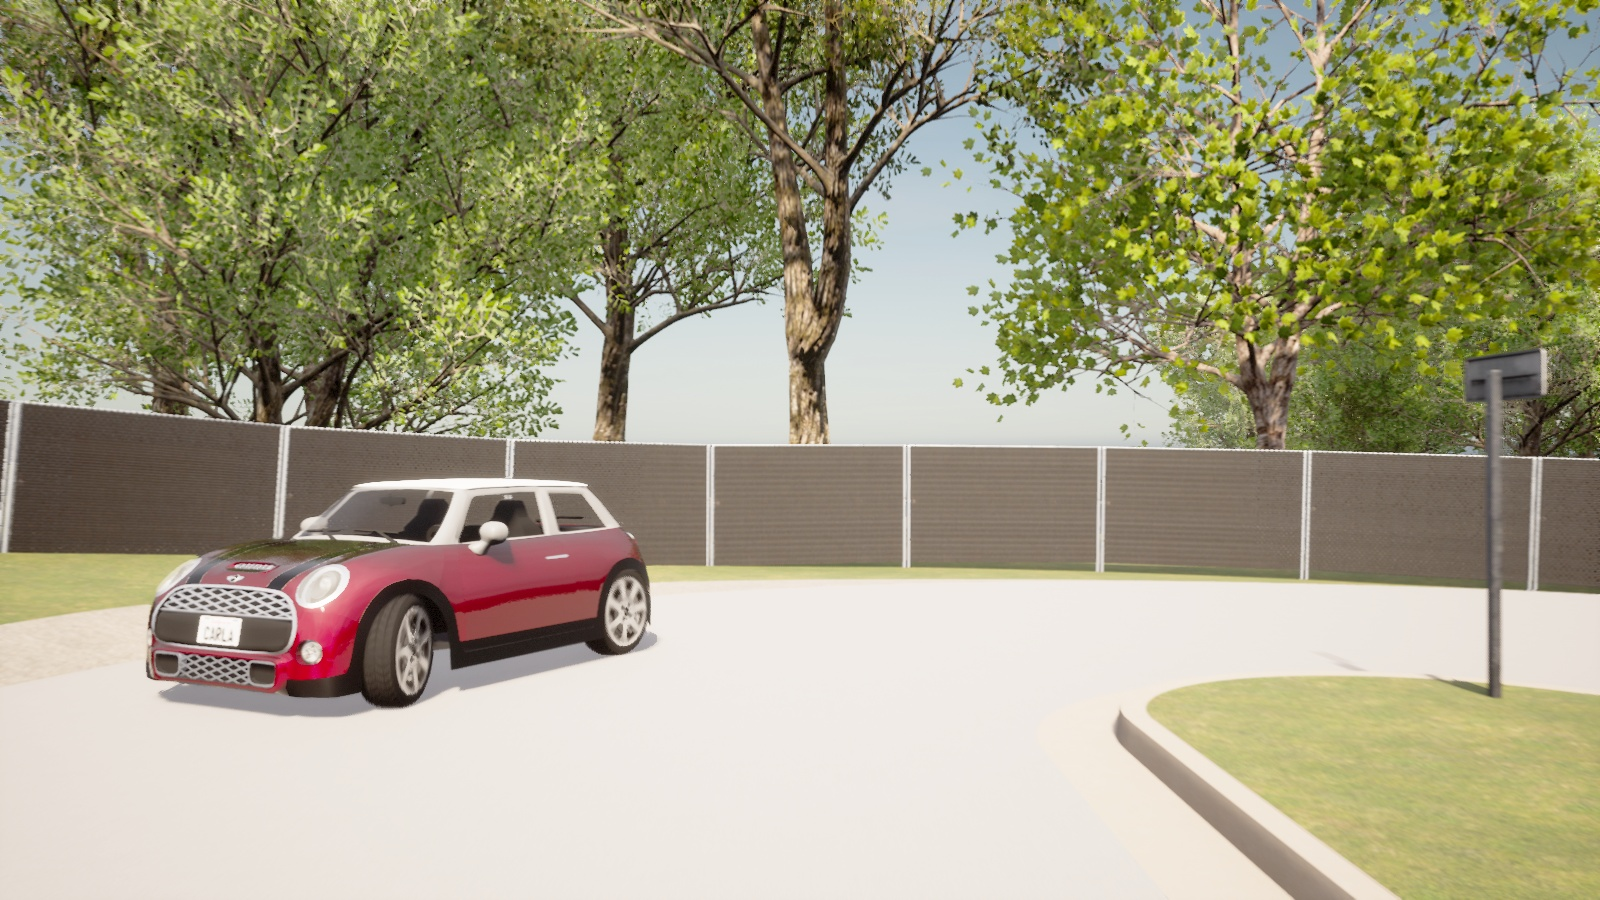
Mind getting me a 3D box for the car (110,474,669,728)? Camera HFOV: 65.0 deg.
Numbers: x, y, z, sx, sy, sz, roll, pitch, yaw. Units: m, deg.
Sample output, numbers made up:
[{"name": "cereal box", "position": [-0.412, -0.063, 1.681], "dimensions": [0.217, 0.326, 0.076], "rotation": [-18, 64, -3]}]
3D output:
[{"name": "car", "position": [-2.868, 0.943, 9.630], "dimensions": [1.970, 1.475, 3.806], "rotation": [-1, -1, 26]}]
